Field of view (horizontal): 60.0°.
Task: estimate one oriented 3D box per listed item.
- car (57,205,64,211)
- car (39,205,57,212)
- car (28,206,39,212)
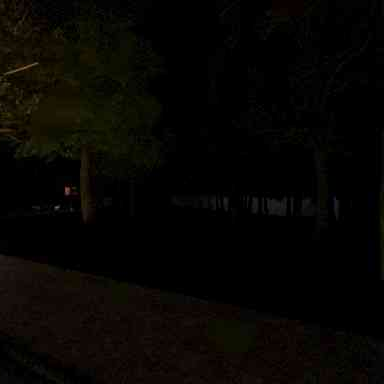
[{"bbox_3d":[-35.087,4.238,87.486,2.128,1.511,4.902,0,-2,-9],"label":"car"},{"bbox_3d":[-33.375,3.886,77.202,1.837,1.490,4.892,0,-2,-9],"label":"car"},{"bbox_3d":[-36.794,4.000,77.956,2.033,1.411,5.357,0,-2,-9],"label":"car"}]
